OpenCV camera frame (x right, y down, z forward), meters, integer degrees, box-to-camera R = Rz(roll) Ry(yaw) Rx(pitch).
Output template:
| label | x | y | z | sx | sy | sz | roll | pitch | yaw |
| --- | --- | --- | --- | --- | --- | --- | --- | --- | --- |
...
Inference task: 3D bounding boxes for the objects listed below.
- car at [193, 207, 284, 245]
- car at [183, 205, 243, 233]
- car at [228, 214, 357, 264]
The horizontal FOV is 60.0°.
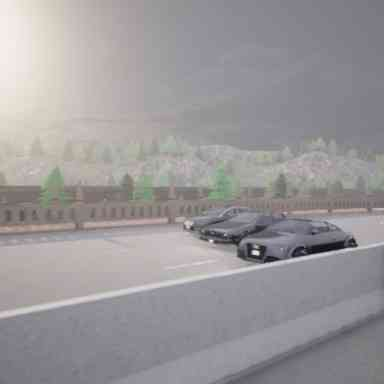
| label | x | y | z | sx | sy | sz | roll | pitch | yaw |
| --- | --- | --- | --- | --- | --- | --- | --- | --- | --- |
| car | 2.922 | 1.546 | 14.670 | 5.357 | 1.411 | 2.033 | 0 | 0 | -35 |
| car | 1.801 | 1.490 | 18.133 | 4.902 | 1.511 | 2.128 | 0 | 0 | -35 |
| car | 3.466 | 1.563 | 10.737 | 4.181 | 1.385 | 1.994 | 0 | 0 | -35 |
